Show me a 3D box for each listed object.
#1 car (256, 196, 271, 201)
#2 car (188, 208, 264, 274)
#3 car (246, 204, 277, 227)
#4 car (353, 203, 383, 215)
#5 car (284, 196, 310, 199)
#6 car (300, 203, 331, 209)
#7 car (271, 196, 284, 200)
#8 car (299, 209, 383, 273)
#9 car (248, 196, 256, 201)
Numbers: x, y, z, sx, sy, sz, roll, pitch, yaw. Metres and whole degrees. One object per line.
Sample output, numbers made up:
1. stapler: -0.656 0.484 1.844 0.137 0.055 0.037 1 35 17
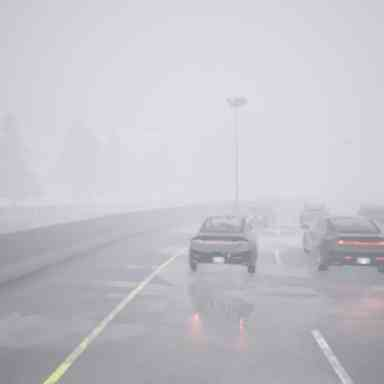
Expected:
1. car: 15.494 1.500 66.027 5.008 1.535 1.882 0 0 -39
2. car: 1.159 1.495 10.688 2.128 1.511 4.902 0 0 12
3. car: 4.544 1.556 22.801 2.033 1.411 5.357 0 0 22
4. car: 12.066 1.513 22.490 1.837 1.490 4.892 0 0 24
5. car: 19.497 1.497 60.194 5.008 1.535 1.882 0 0 -39
6. car: 8.747 1.499 23.622 2.128 1.511 4.902 0 0 24
7. car: 17.536 1.582 63.148 4.181 1.385 1.994 0 0 -39
8. car: 4.769 1.506 10.742 1.837 1.490 4.892 0 -1 11
9. car: 13.780 1.549 69.130 4.902 1.511 2.128 0 0 -39
